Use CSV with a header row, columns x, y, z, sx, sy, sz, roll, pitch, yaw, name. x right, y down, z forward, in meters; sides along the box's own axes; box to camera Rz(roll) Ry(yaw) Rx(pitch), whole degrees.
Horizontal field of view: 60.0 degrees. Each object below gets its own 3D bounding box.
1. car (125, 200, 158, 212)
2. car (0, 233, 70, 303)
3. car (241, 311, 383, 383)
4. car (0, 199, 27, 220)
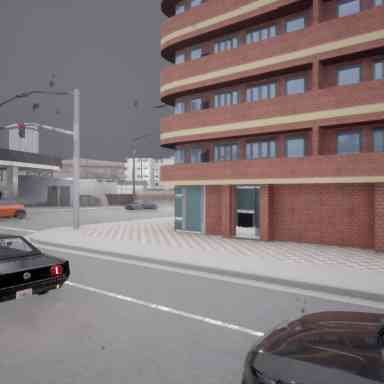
x,y,z,sx,sy,sz,roll,pitch,yaw,name
-6.030,1.593,39.730,1.994,1.385,4.181,0,0,35,car
-4.913,1.599,7.483,4.718,1.301,1.895,0,0,36,car
2.668,1.514,2.092,4.892,1.490,1.837,0,0,35,car
-15.523,1.344,25.968,2.097,1.767,4.553,0,0,35,car
